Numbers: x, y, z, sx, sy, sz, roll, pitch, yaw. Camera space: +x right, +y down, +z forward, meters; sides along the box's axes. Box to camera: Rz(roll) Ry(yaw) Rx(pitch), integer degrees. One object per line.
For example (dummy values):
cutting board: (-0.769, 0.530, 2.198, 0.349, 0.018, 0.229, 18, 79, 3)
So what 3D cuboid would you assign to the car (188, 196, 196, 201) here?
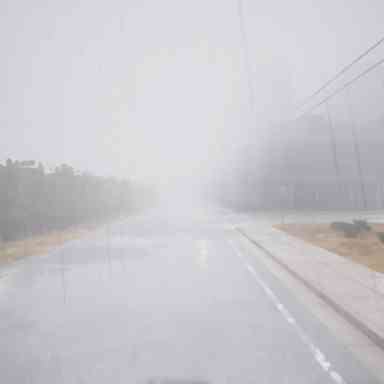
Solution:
car: (-0.011, 1.681, 85.861, 1.994, 1.385, 4.181, 0, 0, 0)
